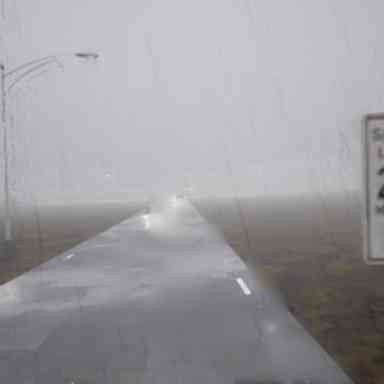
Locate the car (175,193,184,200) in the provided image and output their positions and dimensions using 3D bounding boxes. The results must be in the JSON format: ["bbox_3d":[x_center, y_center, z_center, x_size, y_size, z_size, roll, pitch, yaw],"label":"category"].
[{"bbox_3d":[-2.894,1.071,79.741,1.837,1.490,4.892,-2,1,-2],"label":"car"}]

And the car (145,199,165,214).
[{"bbox_3d":[-4.038,1.517,36.913,2.128,1.511,4.902,-2,0,-2],"label":"car"}]
